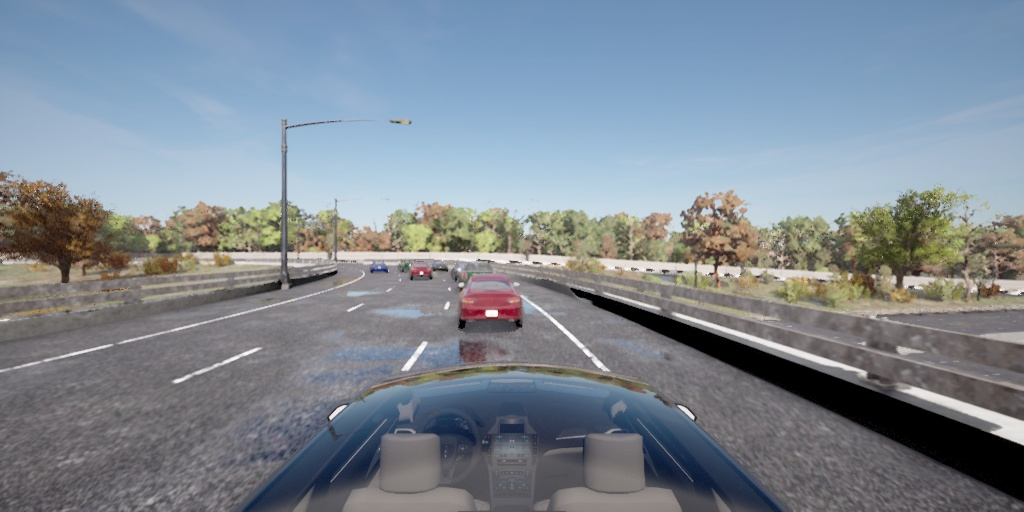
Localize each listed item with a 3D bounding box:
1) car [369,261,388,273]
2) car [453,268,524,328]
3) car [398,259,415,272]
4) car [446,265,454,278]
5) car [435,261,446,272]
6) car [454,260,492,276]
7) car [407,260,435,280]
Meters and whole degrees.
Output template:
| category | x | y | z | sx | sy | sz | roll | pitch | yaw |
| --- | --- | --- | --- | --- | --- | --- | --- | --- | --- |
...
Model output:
| category | x | y | z | sx | sy | sz | roll | pitch | yaw |
| --- | --- | --- | --- | --- | --- | --- | --- | --- | --- |
| car | -16.502 | 1.324 | 44.245 | 1.994 | 1.385 | 4.181 | 0 | 0 | -24 |
| car | -0.719 | 1.276 | 11.361 | 1.812 | 1.442 | 4.674 | 0 | 0 | -5 |
| car | -13.221 | 1.112 | 45.432 | 2.097 | 1.767 | 4.553 | 0 | 0 | -24 |
| car | -4.194 | 1.300 | 30.830 | 2.033 | 1.411 | 5.357 | 0 | 0 | -15 |
| car | -9.569 | 1.321 | 45.899 | 1.994 | 1.385 | 4.181 | 0 | 0 | -24 |
| car | -2.063 | 1.103 | 20.772 | 2.097 | 1.767 | 4.553 | 0 | 0 | -10 |
| car | -8.107 | 1.283 | 31.768 | 1.812 | 1.442 | 4.674 | 0 | -1 | -16 |
